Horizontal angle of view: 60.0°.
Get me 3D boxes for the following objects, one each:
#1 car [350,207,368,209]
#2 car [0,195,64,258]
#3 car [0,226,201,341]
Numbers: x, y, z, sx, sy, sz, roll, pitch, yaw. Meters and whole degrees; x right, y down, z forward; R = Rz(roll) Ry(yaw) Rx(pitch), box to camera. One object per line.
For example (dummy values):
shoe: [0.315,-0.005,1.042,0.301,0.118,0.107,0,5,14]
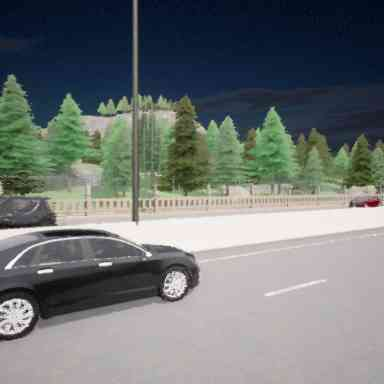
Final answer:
car: [20.701,1.219,39.659,5.008,1.535,1.882,0,0,-35]
car: [-7.594,1.173,11.459,5.566,2.045,2.150,0,0,-36]
car: [-2.055,1.473,6.495,4.892,1.490,1.837,0,0,-36]
